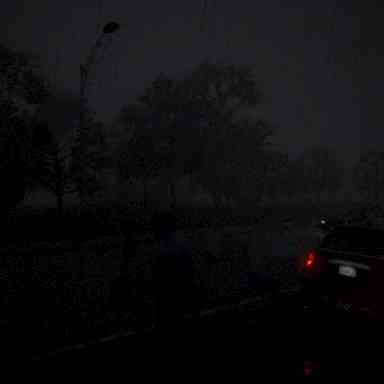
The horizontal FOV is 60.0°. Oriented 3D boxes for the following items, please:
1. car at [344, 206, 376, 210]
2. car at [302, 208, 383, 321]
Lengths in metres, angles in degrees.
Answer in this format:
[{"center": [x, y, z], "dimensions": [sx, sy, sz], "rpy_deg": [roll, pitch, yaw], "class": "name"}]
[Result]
[{"center": [9.712, 1.540, 19.152], "dimensions": [5.357, 1.411, 2.033], "rpy_deg": [0, 0, -33], "class": "car"}, {"center": [4.349, 1.350, 6.787], "dimensions": [4.553, 1.767, 2.097], "rpy_deg": [0, 0, -35], "class": "car"}]
